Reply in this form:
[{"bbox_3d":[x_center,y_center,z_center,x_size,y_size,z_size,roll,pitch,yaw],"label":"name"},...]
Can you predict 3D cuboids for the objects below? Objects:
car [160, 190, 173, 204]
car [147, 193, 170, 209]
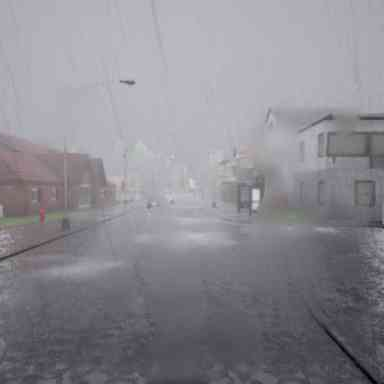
[{"bbox_3d":[-4.086,0.766,51.301,2.150,2.045,5.566,0,1,-1],"label":"car"},{"bbox_3d":[-4.085,1.151,38.638,2.128,1.511,4.902,0,1,0],"label":"car"}]
